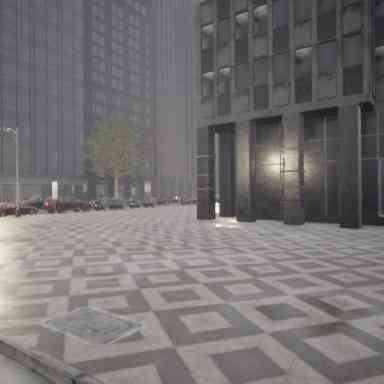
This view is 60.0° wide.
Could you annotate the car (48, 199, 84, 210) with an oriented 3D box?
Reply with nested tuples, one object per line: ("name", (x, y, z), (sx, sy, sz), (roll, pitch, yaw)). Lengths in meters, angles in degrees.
("car", (-16.633, 1.640, 44.010), (1.802, 1.307, 4.206), (-1, 0, 35))

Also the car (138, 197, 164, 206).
("car", (-7.101, 1.542, 57.780), (1.752, 1.417, 4.829), (-1, 0, 35))

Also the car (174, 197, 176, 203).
("car", (-3.793, 1.572, 62.557), (1.947, 1.339, 4.313), (-1, 0, 35))

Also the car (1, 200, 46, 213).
("car", (-19.843, 1.641, 39.374), (1.947, 1.339, 4.313), (-1, 0, 35))

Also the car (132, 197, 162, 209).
("car", (-6.418, 1.507, 43.790), (1.947, 1.339, 4.313), (-1, 0, 35))

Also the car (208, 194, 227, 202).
("car", (5.835, 1.293, 76.468), (2.192, 1.841, 5.009), (-1, 0, 35))

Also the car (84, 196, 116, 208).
("car", (-13.425, 1.483, 48.647), (1.967, 1.590, 4.097), (-1, 0, 35))

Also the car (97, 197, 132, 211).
("car", (-9.627, 1.523, 39.155), (1.947, 1.339, 4.313), (-1, 0, 35))

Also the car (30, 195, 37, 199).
("car", (-17.241, 1.262, 38.304), (2.150, 2.045, 5.566), (-1, 0, 35))

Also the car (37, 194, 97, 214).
("car", (-12.839, 1.289, 34.520), (2.192, 1.841, 5.009), (-1, 0, 35))

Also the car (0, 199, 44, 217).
("car", (-16.046, 1.575, 29.882), (1.802, 1.307, 4.206), (-1, 0, 35))

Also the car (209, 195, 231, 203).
("car", (5.489, 1.414, 65.510), (2.128, 1.511, 4.902), (-1, 0, 35))

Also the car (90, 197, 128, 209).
("car", (-11.521, 1.503, 46.539), (2.128, 1.511, 4.902), (-1, 0, 35))

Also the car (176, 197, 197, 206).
("car", (0.001, 1.460, 53.063), (1.887, 1.381, 4.507), (-1, 0, 35))

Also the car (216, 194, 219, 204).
("car", (3.209, 1.220, 57.700), (2.192, 1.841, 5.009), (-1, 0, 35))

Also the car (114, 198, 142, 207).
("car", (-10.213, 1.611, 53.283), (1.802, 1.307, 4.206), (-1, 0, 35))

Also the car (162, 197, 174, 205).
("car", (-5.669, 1.588, 54.922), (1.895, 1.301, 4.718), (-1, 0, 35))

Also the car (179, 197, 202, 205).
("car", (-0.189, 1.504, 57.294), (1.994, 1.385, 4.181), (-1, 0, 34))
